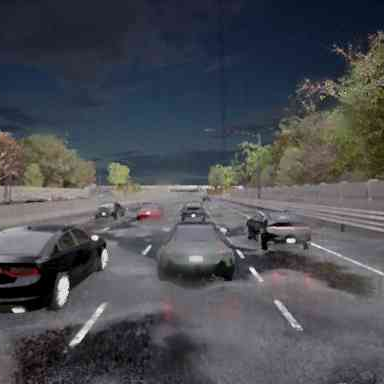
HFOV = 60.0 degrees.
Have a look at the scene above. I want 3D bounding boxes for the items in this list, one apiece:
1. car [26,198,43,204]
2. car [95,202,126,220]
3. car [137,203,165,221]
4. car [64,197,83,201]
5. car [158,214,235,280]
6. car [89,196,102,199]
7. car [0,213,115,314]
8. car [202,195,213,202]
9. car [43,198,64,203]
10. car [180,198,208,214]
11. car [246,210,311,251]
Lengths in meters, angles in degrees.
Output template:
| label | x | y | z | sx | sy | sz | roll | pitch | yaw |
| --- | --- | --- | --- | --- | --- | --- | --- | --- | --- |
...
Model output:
| label | x | y | z | sx | sy | sz | roll | pitch | yaw |
| --- | --- | --- | --- | --- | --- | --- | --- | --- | --- |
| car | -27.998 | 1.676 | 60.065 | 1.895 | 1.301 | 4.718 | 0 | 0 | 0 |
| car | -6.896 | 1.556 | 28.309 | 1.812 | 1.442 | 4.674 | 0 | 0 | 0 |
| car | -3.393 | 1.594 | 27.912 | 1.994 | 1.385 | 4.181 | 0 | 0 | 0 |
| car | -21.014 | 1.639 | 60.315 | 1.994 | 1.385 | 4.181 | 0 | 0 | 1 |
| car | 0.102 | 1.574 | 9.957 | 1.994 | 1.385 | 4.181 | 0 | 0 | 0 |
| car | -17.517 | 1.555 | 60.377 | 1.882 | 1.535 | 5.008 | 0 | 0 | 1 |
| car | -3.397 | 1.485 | 7.775 | 1.882 | 1.535 | 5.008 | 0 | 0 | 0 |
| car | 3.513 | 1.644 | 82.869 | 1.837 | 1.490 | 4.892 | 0 | 0 | 0 |
| car | -24.504 | 1.677 | 60.215 | 1.895 | 1.301 | 4.718 | 0 | 0 | 0 |
| car | 0.105 | 1.534 | 27.219 | 1.837 | 1.490 | 4.892 | 0 | 0 | 0 |
| car | 3.502 | 1.506 | 14.187 | 2.128 | 1.511 | 4.902 | 0 | 0 | 0 |
